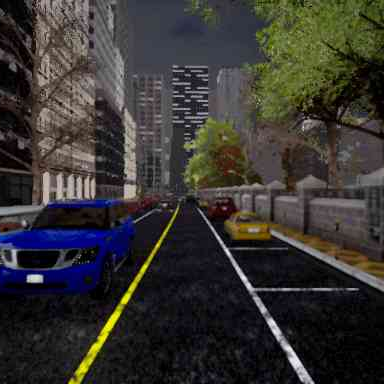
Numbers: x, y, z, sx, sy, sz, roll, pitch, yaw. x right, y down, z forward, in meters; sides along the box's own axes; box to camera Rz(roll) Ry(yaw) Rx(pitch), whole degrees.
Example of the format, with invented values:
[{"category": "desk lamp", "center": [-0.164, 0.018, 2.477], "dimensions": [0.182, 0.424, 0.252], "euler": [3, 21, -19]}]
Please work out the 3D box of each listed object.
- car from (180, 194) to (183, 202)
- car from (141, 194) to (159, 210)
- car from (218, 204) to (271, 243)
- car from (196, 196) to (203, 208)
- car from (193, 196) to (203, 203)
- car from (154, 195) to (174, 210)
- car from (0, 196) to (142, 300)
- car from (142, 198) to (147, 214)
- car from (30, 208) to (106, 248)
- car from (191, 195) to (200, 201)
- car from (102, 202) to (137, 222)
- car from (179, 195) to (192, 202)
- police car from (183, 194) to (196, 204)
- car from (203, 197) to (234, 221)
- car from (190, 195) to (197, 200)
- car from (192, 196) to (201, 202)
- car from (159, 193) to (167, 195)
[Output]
[{"category": "car", "center": [-1.213, 1.471, 73.163], "dimensions": [1.837, 1.490, 4.892], "euler": [0, 0, -17]}, {"category": "car", "center": [-5.981, 1.305, 43.272], "dimensions": [2.192, 1.841, 5.009], "euler": [0, 0, -1]}, {"category": "car", "center": [2.487, 1.524, 15.845], "dimensions": [1.752, 1.417, 4.829], "euler": [0, 0, -1]}, {"category": "car", "center": [1.901, 1.511, 49.128], "dimensions": [1.752, 1.417, 4.829], "euler": [0, 0, -2]}, {"category": "car", "center": [1.202, 1.519, 71.139], "dimensions": [2.008, 1.369, 4.403], "euler": [0, 0, -2]}, {"category": "car", "center": [-3.369, 1.482, 43.428], "dimensions": [2.128, 1.511, 4.902], "euler": [0, 0, -1]}, {"category": "car", "center": [-2.879, 1.223, 8.783], "dimensions": [2.150, 2.045, 5.566], "euler": [0, 0, -1]}, {"category": "car", "center": [-5.755, 1.577, 32.179], "dimensions": [1.802, 1.307, 4.206], "euler": [0, 0, -1]}, {"category": "car", "center": [-5.535, 1.545, 15.535], "dimensions": [1.887, 1.381, 4.507], "euler": [0, 0, 0]}, {"category": "car", "center": [0.809, 1.523, 82.232], "dimensions": [1.947, 1.339, 4.313], "euler": [0, 0, -2]}, {"category": "car", "center": [-5.664, 1.542, 26.630], "dimensions": [1.887, 1.381, 4.507], "euler": [0, 0, -1]}, {"category": "car", "center": [-1.510, 1.465, 79.749], "dimensions": [1.837, 1.490, 4.892], "euler": [0, 0, 15]}, {"category": "police car", "center": [-0.273, 1.400, 63.564], "dimensions": [1.930, 1.638, 5.238], "euler": [0, 0, -2]}, {"category": "car", "center": [2.359, 1.311, 26.772], "dimensions": [2.192, 1.841, 5.009], "euler": [0, 0, -1]}, {"category": "car", "center": [0.415, 1.512, 93.325], "dimensions": [1.947, 1.339, 4.313], "euler": [0, 0, -2]}, {"category": "car", "center": [1.006, 1.544, 76.686], "dimensions": [1.802, 1.307, 4.206], "euler": [0, 0, -2]}, {"category": "car", "center": [-6.628, 1.289, 65.458], "dimensions": [2.192, 1.841, 5.009], "euler": [0, 0, -2]}]
